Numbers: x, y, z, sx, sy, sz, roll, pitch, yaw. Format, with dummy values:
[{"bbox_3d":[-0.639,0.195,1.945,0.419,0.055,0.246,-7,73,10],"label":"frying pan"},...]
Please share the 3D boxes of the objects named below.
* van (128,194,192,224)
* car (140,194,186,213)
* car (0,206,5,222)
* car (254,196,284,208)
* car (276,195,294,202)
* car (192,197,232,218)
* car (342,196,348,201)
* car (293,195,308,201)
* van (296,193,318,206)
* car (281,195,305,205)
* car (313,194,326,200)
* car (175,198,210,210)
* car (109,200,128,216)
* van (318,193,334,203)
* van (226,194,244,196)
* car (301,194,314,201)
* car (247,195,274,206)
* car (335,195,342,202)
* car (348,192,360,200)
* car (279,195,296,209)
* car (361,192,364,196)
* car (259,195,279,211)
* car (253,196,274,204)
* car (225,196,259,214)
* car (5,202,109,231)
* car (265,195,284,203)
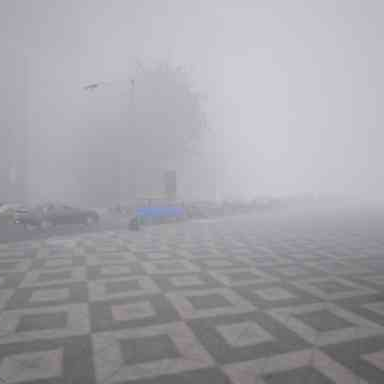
[{"bbox_3d":[-2.059,1.130,22.189,1.690,1.788,3.998,-1,0,35],"label":"van"},{"bbox_3d":[-2.975,1.175,35.661,2.192,1.841,5.009,-1,0,35],"label":"car"},{"bbox_3d":[-12.237,1.432,22.566,1.752,1.417,4.829,-1,0,35],"label":"car"},{"bbox_3d":[10.356,1.300,44.441,2.033,1.411,5.357,-1,0,36],"label":"car"},{"bbox_3d":[18.397,1.320,65.892,2.008,1.369,4.403,-1,0,35],"label":"car"},{"bbox_3d":[1.068,1.339,26.609,1.947,1.339,4.313,-1,0,35],"label":"car"},{"bbox_3d":[29.190,1.221,66.392,1.947,1.339,4.313,-1,0,35],"label":"car"},{"bbox_3d":[24.096,1.299,73.954,2.008,1.369,4.403,-1,0,35],"label":"car"},{"bbox_3d":[16.689,1.044,48.711,1.690,1.788,3.998,-1,0,35],"label":"van"},{"bbox_3d":[16.092,1.277,52.651,2.033,1.411,5.357,-1,0,35],"label":"car"},{"bbox_3d":[33.524,1.267,87.291,2.008,1.369,4.403,-1,0,35],"label":"car"},{"bbox_3d":[0.080,1.396,39.979,2.008,1.369,4.403,-1,0,35],"label":"car"},{"bbox_3d":[-6.026,1.419,31.341,1.887,1.381,4.507,-1,0,35],"label":"car"},{"bbox_3d":[22.939,1.019,57.552,1.690,1.788,3.998,-1,0,35],"label":"van"},{"bbox_3d":[6.183,1.160,48.617,1.690,1.788,3.998,-1,0,35],"label":"van"},{"bbox_3d":[27.238,1.282,78.399,1.887,1.381,4.507,-1,0,35],"label":"car"},{"bbox_3d":[10.278,1.270,49.626,2.128,1.511,4.902,-1,0,35],"label":"car"},{"bbox_3d":[26.163,1.191,62.110,1.752,1.417,4.829,-1,0,35],"label":"car"},{"bbox_3d":[37.601,1.176,78.291,2.008,1.369,4.403,-1,0,35],"label":"car"},{"bbox_3d":[10.442,1.281,39.870,2.008,1.369,4.403,-1,0,35],"label":"car"},{"bbox_3d":[40.483,1.167,82.367,2.008,1.369,4.403,-1,0,35],"label":"car"},{"bbox_3d":[7.317,1.326,35.450,1.802,1.307,4.206,-1,0,35],"label":"car"},{"bbox_3d":[12.291,1.359,57.254,1.947,1.339,4.313,-1,0,35],"label":"car"},{"bbox_3d":[4.192,1.303,31.029,1.887,1.381,4.507,-1,0,35],"label":"car"},{"bbox_3d":[-7.591,1.331,19.150,2.128,1.511,4.902,-1,0,35],"label":"car"},{"bbox_3d":[15.246,1.307,61.435,1.752,1.417,4.829,-1,0,35],"label":"car"}]
